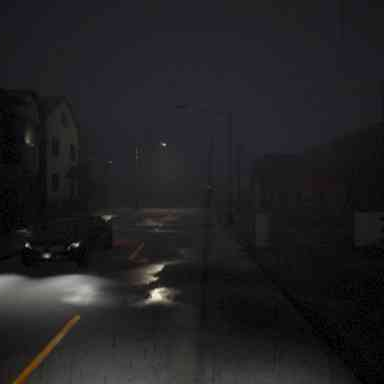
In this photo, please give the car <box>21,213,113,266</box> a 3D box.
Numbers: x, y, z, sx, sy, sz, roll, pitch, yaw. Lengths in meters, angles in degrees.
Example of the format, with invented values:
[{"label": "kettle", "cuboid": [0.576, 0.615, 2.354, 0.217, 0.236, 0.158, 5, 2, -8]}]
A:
[{"label": "car", "cuboid": [-4.001, 1.483, 11.494, 1.812, 1.442, 4.674, 0, 0, 0]}]
